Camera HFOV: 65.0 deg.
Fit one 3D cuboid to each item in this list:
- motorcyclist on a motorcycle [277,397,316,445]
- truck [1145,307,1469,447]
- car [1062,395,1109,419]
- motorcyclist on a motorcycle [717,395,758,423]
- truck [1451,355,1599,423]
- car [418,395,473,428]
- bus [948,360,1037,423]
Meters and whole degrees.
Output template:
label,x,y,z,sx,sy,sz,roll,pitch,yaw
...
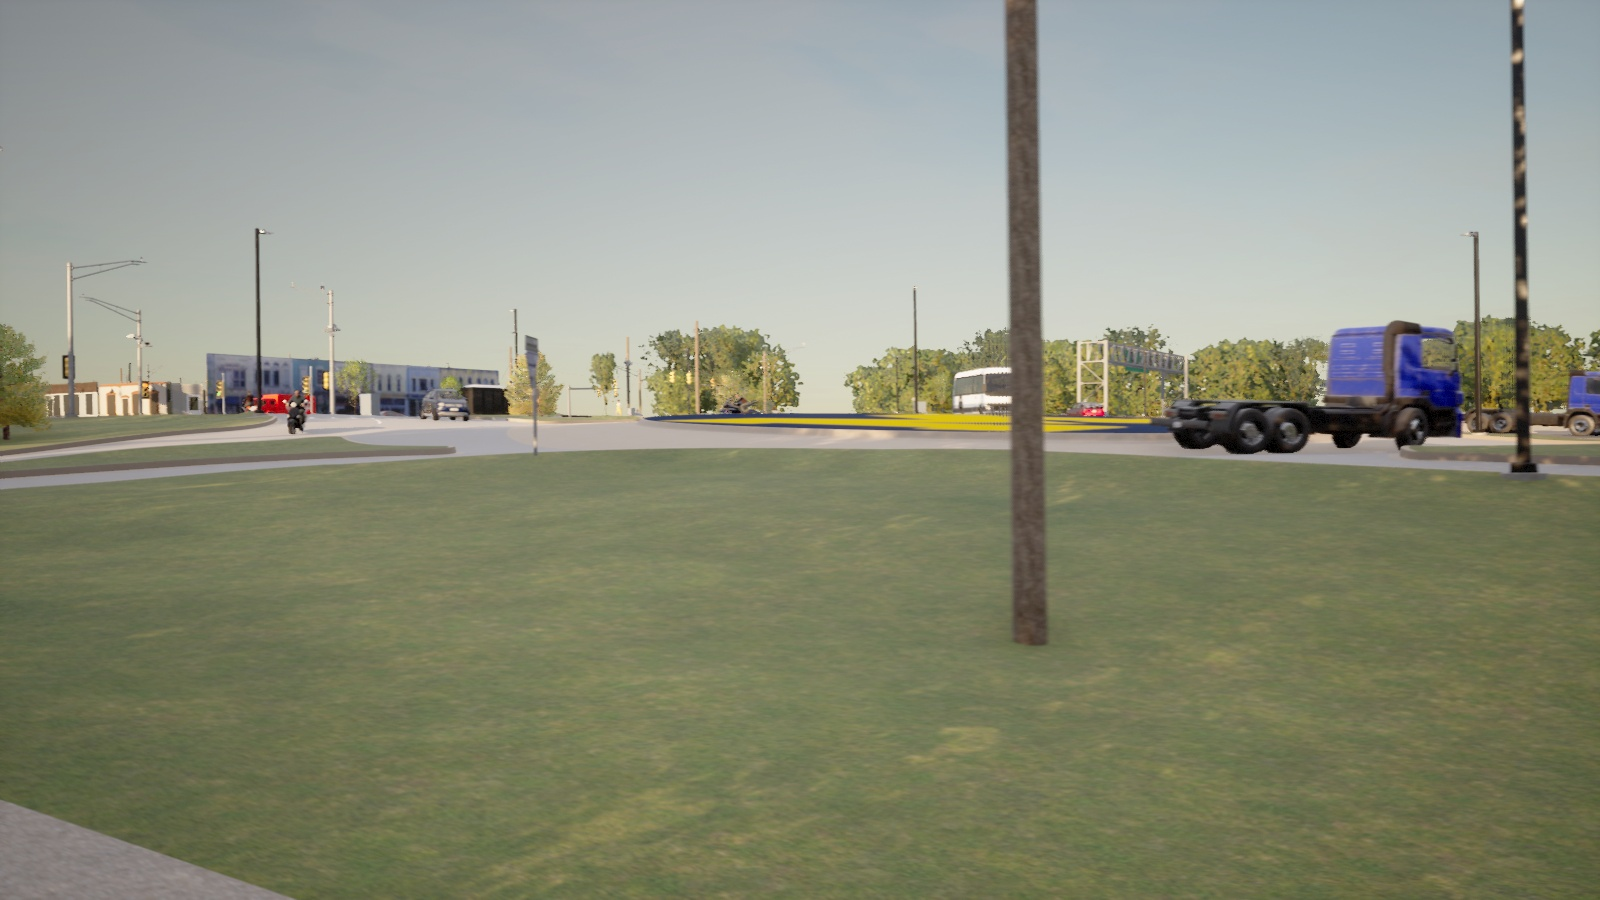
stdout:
label,x,y,z,sx,sy,sz,roll,pitch,yaw
motorcyclist on a motorcycle,-18.218,-1.064,45.485,0.866,1.590,1.817,0,6,-7
truck,13.517,-1.956,33.586,7.936,3.462,2.891,-1,3,-17
car,20.130,-3.020,88.800,2.007,1.525,4.514,-2,1,-4
motorcyclist on a motorcycle,-3.449,-2.250,69.416,2.191,1.530,0.866,0,-1,-1
truck,39.498,-3.247,66.985,2.891,3.462,7.936,-2,3,-41
car,-17.373,-1.881,61.392,1.789,1.549,3.705,0,2,-29
bus,14.184,-4.247,93.836,3.944,4.253,10.273,-2,1,-6
